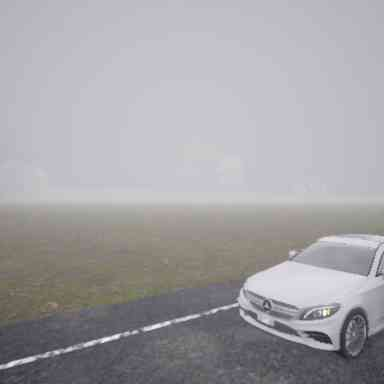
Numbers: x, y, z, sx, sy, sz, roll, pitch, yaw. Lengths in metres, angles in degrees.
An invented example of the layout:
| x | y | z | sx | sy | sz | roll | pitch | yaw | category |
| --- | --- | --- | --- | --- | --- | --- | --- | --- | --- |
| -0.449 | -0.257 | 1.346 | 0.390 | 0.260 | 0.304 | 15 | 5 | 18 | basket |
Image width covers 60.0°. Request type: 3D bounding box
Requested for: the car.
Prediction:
| x | y | z | sx | sy | sz | roll | pitch | yaw | category |
| --- | --- | --- | --- | --- | --- | --- | --- | --- | --- |
| 2.942 | 1.550 | 6.087 | 4.674 | 1.442 | 1.812 | 0 | 0 | -35 | car |
